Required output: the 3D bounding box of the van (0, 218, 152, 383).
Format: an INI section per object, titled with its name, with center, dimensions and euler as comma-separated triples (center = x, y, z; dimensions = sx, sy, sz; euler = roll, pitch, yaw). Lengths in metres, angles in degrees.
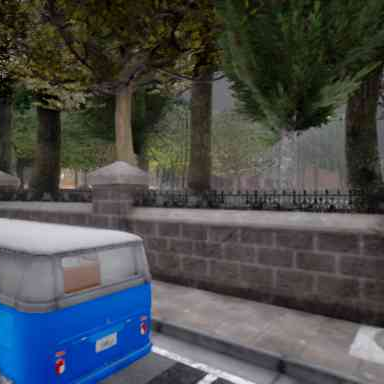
[van]
center = -2.390, 1.309, 4.528
dimensions = 3.998, 1.788, 1.690
euler = 1, 0, 36
